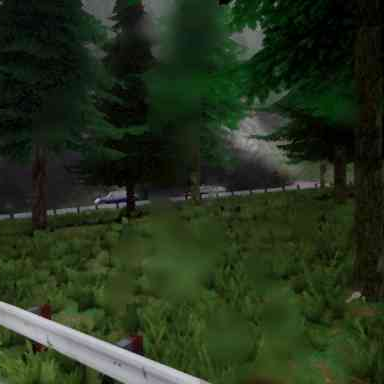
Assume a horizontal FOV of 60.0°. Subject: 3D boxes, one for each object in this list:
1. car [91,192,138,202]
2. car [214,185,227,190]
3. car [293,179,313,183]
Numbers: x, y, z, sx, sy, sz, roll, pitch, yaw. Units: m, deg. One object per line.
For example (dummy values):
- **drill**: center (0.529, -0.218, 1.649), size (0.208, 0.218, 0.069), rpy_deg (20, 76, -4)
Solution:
- **car**: center (-7.608, 0.654, 32.704), size (4.553, 1.767, 2.097), rpy_deg (-5, 2, -29)
- **car**: center (1.546, 0.031, 36.656), size (4.902, 1.511, 2.128), rpy_deg (-4, 1, -12)
- **car**: center (12.179, -0.714, 37.273), size (4.181, 1.385, 1.994), rpy_deg (-4, -1, 8)
